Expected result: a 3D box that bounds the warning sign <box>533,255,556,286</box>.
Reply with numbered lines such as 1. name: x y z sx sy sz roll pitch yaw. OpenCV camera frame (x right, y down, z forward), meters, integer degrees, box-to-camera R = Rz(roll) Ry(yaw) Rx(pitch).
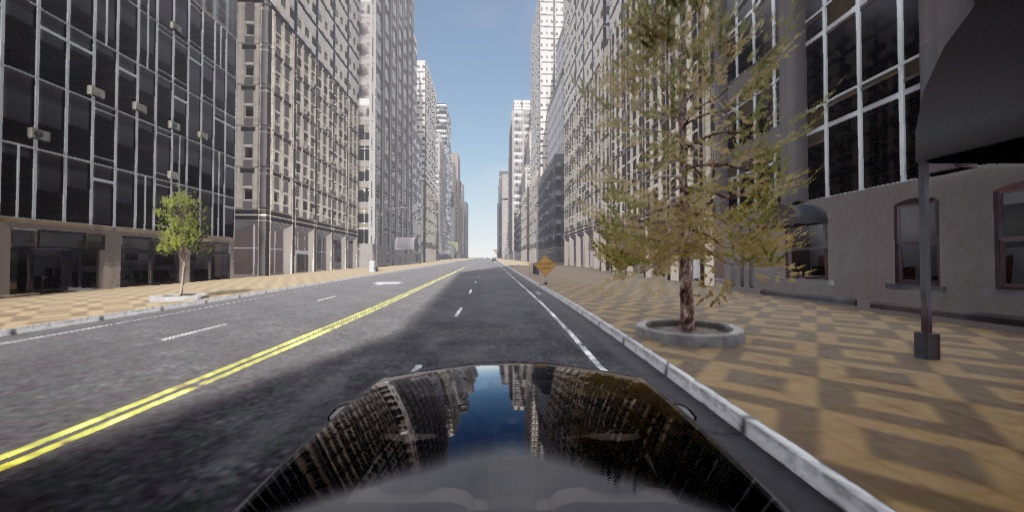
1. warning sign: 2.055 0.864 21.787 1.300 1.860 1.060 0 0 -4
